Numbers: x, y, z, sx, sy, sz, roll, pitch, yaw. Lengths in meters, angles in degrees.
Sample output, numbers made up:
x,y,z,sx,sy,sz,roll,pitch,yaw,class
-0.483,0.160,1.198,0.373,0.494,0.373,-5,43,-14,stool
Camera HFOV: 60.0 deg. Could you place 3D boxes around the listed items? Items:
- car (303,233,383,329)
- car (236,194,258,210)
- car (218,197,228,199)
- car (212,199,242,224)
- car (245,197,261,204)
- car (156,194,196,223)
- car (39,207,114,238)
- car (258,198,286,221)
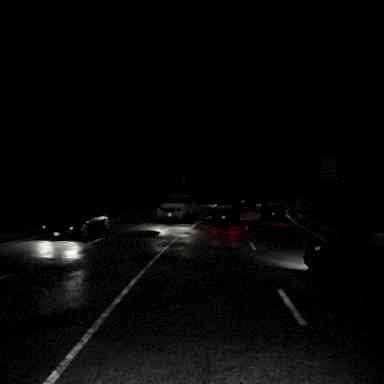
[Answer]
x,y,z,sx,sy,sz,roll,pitch,yaw,class
3.875,1.555,6.835,2.033,1.411,5.357,0,0,3,car
6.896,1.233,42.526,2.150,2.045,5.566,0,0,17,car
5.401,1.595,59.204,1.895,1.301,4.718,0,0,23,car
2.568,1.528,24.984,1.812,1.442,4.674,0,0,10,car
11.941,1.608,64.979,1.895,1.301,4.718,0,0,25,car
-1.061,1.212,25.816,2.150,2.045,5.566,0,0,10,car
-5.858,1.529,17.785,2.033,1.411,5.357,0,0,7,car
6.624,1.493,27.547,1.882,1.535,5.008,0,0,11,car
